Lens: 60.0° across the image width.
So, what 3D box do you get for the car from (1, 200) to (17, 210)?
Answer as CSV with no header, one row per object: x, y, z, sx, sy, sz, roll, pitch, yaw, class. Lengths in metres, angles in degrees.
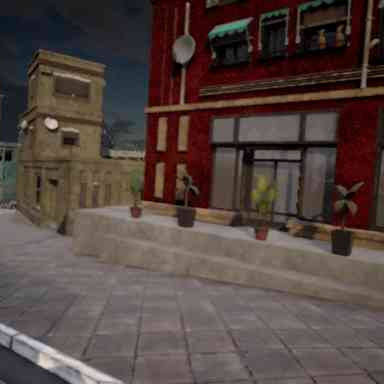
-29.465,2.189,55.555,1.837,1.490,4.892,4,-1,12,car
